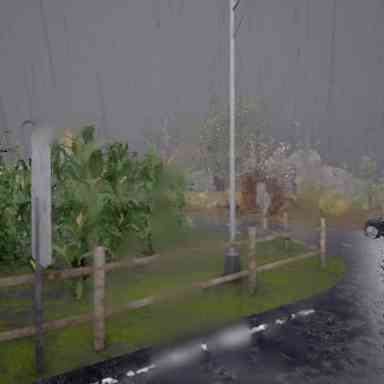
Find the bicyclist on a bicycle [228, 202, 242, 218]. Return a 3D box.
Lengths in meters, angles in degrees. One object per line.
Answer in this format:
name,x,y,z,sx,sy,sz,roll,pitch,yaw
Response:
bicyclist on a bicycle,3.883,1.532,30.016,1.656,1.620,0.582,-1,0,-35

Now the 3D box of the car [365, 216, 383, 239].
car,9.552,1.489,14.393,1.837,1.490,4.892,2,0,-5
